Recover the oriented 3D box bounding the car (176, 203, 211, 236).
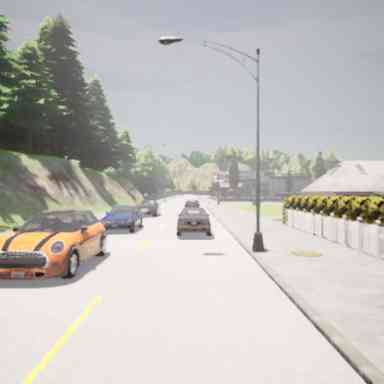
[{"bbox_3d":[0.094,1.560,18.615,2.033,1.411,5.357,0,0,0],"label":"car"}]

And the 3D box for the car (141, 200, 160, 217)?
[{"bbox_3d":[-4.077,1.512,31.359,2.128,1.511,4.902,0,0,0],"label":"car"}]

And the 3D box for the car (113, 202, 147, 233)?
[{"bbox_3d":[-4.086,1.539,19.979,1.812,1.442,4.674,0,0,0],"label":"car"}]

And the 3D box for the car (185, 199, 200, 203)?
[{"bbox_3d":[0.045,1.592,42.461,1.994,1.385,4.181,0,0,0],"label":"car"}]

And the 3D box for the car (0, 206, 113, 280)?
[{"bbox_3d":[-4.092,1.359,10.060,2.097,1.767,4.553,0,0,0],"label":"car"}]
